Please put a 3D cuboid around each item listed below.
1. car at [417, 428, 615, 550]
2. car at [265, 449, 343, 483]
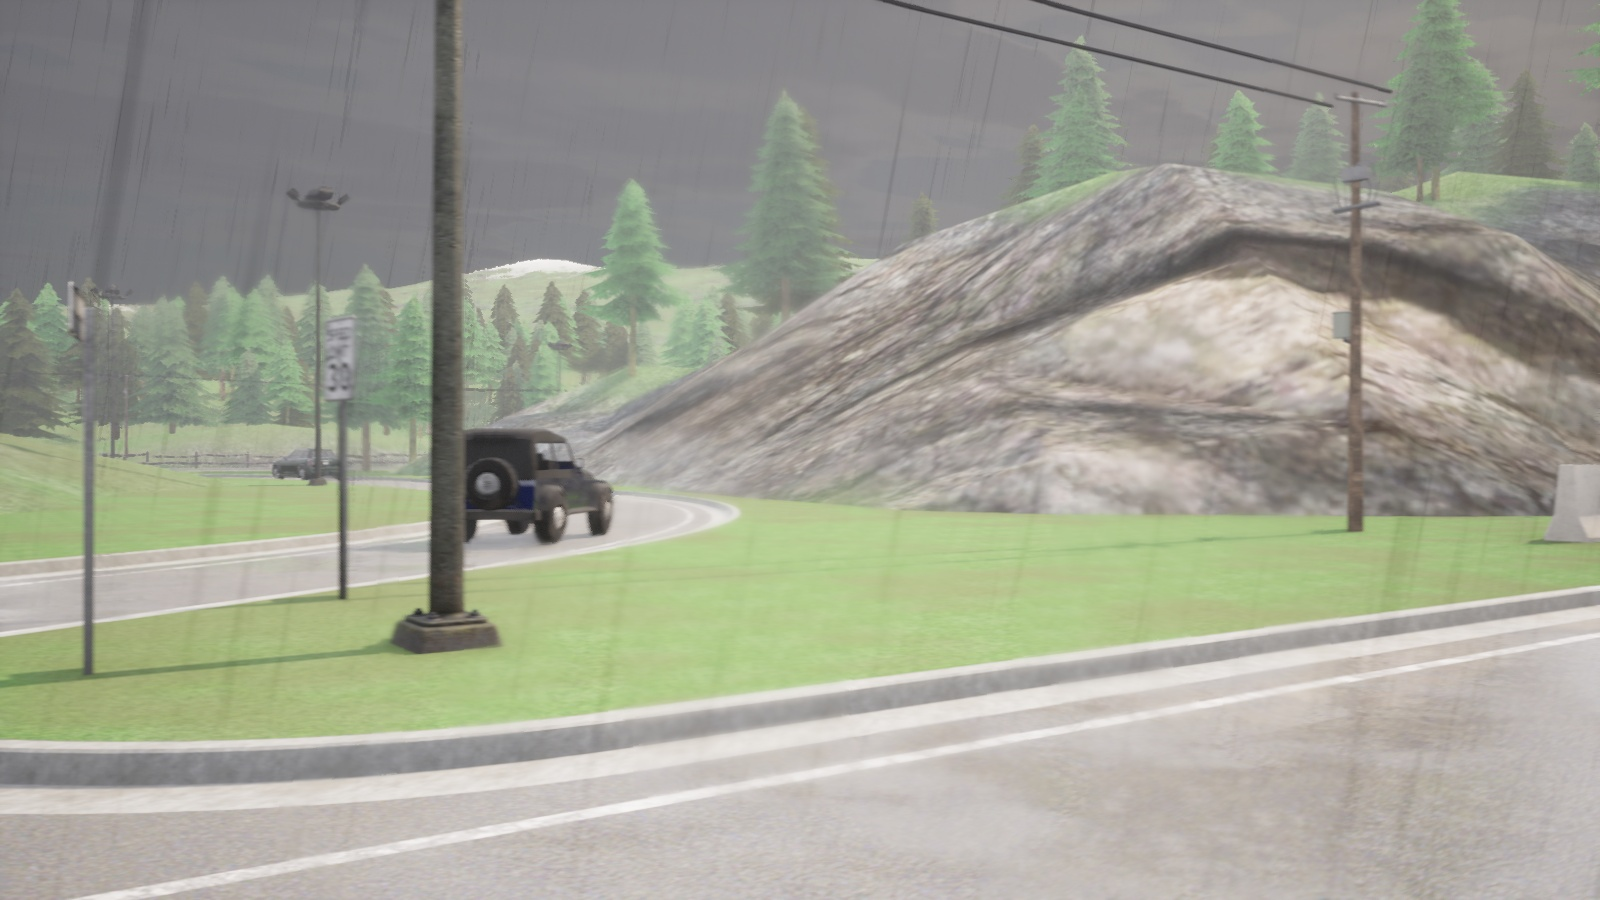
[{"bbox_3d":[-4.720,0.604,21.466,1.905,1.878,3.866,0,0,11],"label":"car"},{"bbox_3d":[-26.104,0.821,66.016,4.553,1.767,2.097,0,0,43],"label":"car"}]
